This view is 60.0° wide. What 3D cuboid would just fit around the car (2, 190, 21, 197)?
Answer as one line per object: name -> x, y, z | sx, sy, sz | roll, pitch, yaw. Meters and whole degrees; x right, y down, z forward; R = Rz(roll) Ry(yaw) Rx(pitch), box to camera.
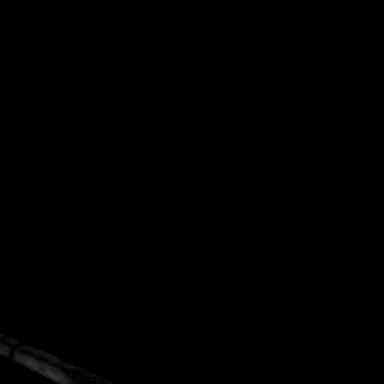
car -> -36.352, 0.328, 66.318 | 2.097, 1.767, 4.553 | 3, -1, 10
